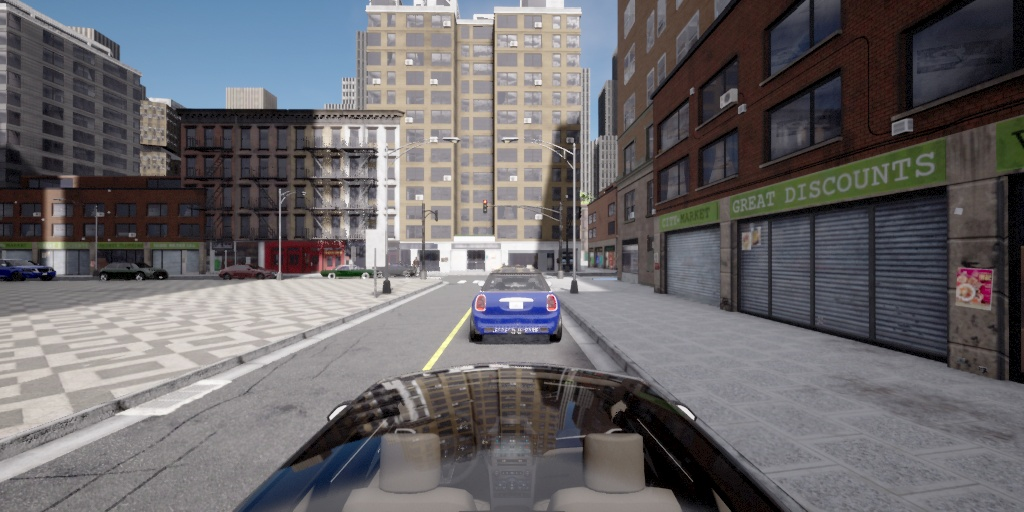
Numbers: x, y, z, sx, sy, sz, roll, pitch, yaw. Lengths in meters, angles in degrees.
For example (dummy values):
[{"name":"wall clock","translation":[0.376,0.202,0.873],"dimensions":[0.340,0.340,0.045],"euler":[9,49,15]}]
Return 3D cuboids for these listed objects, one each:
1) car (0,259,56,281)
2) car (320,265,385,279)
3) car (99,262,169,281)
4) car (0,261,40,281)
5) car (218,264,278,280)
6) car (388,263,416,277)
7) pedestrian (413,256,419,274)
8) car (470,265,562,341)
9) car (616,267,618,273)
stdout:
[{"name":"car","translation":[-43.908,1.256,31.551],"dimensions":[5.566,2.045,2.150],"euler":[0,0,0]},{"name":"car","translation":[-14.269,1.442,31.948],"dimensions":[4.718,1.301,1.895],"euler":[0,0,-1]},{"name":"car","translation":[-33.287,1.323,31.671],"dimensions":[4.553,1.767,2.097],"euler":[0,0,-1]},{"name":"car","translation":[-49.297,1.423,34.623],"dimensions":[4.553,1.767,2.097],"euler":[0,0,-1]},{"name":"car","translation":[-23.339,1.433,31.829],"dimensions":[4.674,1.442,1.812],"euler":[0,0,-1]},{"name":"car","translation":[-11.555,1.393,35.190],"dimensions":[4.181,1.385,1.994],"euler":[0,0,-1]},{"name":"pedestrian","translation":[-10.244,0.969,38.247],"dimensions":[0.375,1.860,0.375],"euler":[0,0,-1]},{"name":"car","translation":[0.085,1.101,9.979],"dimensions":[2.097,1.767,4.553],"euler":[0,0,0]},{"name":"car","translation":[12.806,1.117,35.560],"dimensions":[4.892,1.490,1.837],"euler":[-1,0,-1]}]
